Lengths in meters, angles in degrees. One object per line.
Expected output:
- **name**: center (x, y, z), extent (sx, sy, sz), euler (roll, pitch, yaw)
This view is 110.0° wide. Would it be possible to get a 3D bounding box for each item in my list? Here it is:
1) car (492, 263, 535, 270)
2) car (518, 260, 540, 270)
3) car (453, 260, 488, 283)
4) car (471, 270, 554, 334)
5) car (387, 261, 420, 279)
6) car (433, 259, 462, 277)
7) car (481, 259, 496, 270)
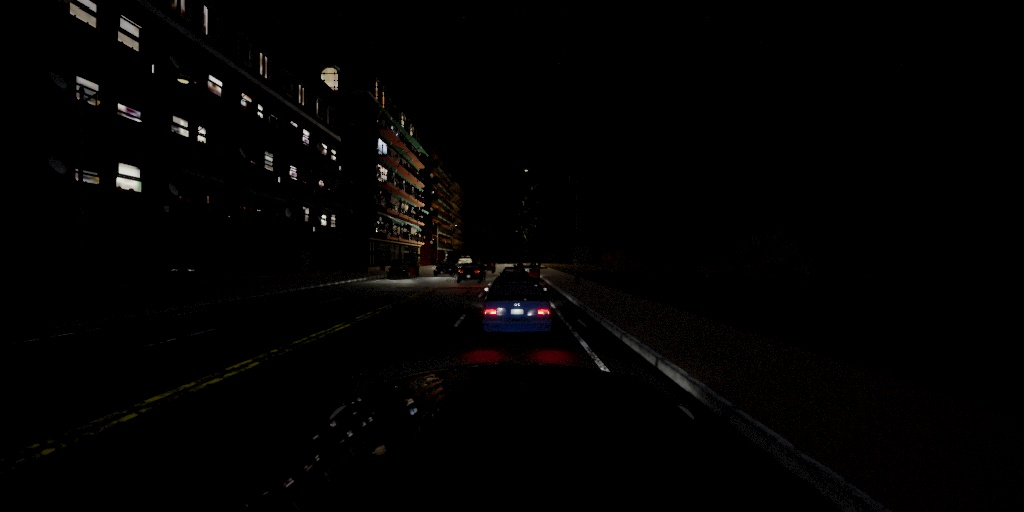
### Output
- **car**: center (0.118, 1.317, 20.904), extent (1.994, 1.385, 4.181), euler (0, 0, 1)
- **car**: center (1.173, 1.104, 29.839), extent (2.097, 1.767, 4.553), euler (0, 0, 0)
- **car**: center (-3.117, 1.279, 28.016), extent (1.812, 1.442, 4.674), euler (0, 0, 0)
- **car**: center (0.112, 1.299, 10.570), extent (2.033, 1.411, 5.357), euler (0, 0, 0)
- **car**: center (-9.811, 1.231, 32.690), extent (1.882, 1.535, 5.008), euler (0, 0, 0)
- **car**: center (-6.557, 1.279, 35.884), extent (1.812, 1.442, 4.674), euler (0, 0, 0)
- **car**: center (-3.095, 1.105, 44.180), extent (2.097, 1.767, 4.553), euler (0, 0, 0)
